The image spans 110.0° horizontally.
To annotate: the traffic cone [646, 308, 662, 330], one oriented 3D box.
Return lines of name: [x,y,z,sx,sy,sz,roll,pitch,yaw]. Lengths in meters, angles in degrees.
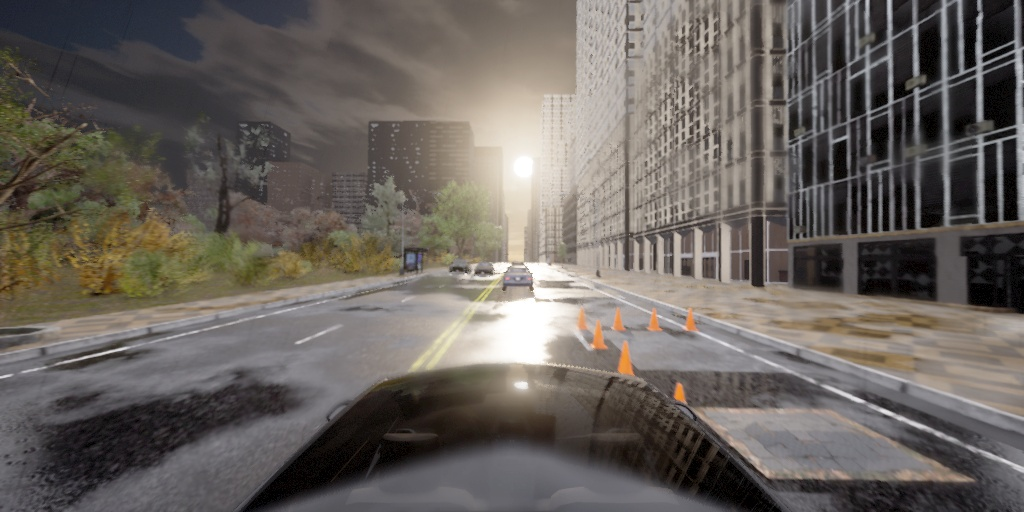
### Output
traffic cone: [3.953,1.744,9.977,0.340,0.580,0.340,0,0,1]

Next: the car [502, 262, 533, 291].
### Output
car: [0.371,1.322,22.440,2.033,1.411,5.357,0,0,1]

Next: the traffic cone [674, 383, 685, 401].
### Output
traffic cone: [1.867,1.722,4.006,0.340,0.580,0.340,0,0,1]

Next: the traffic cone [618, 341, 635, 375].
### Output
traffic cone: [1.896,1.722,6.006,0.340,0.580,0.340,0,0,1]

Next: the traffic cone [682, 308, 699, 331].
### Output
traffic cone: [4.953,1.752,9.962,0.340,0.580,0.340,0,0,1]

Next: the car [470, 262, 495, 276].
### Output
car: [-2.847,1.330,38.186,2.033,1.411,5.357,0,0,1]

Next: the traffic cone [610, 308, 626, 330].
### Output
traffic cone: [2.954,1.735,9.991,0.340,0.580,0.340,0,0,1]

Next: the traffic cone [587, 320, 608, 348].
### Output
traffic cone: [1.925,1.724,8.005,0.340,0.580,0.340,0,0,1]

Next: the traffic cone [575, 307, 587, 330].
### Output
traffic cone: [1.954,1.726,10.005,0.340,0.580,0.340,0,0,1]

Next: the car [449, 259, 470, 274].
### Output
car: [-6.028,1.120,42.191,2.097,1.767,4.553,0,0,1]

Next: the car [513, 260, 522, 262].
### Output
car: [0.816,1.364,53.287,2.128,1.511,4.902,0,0,1]
